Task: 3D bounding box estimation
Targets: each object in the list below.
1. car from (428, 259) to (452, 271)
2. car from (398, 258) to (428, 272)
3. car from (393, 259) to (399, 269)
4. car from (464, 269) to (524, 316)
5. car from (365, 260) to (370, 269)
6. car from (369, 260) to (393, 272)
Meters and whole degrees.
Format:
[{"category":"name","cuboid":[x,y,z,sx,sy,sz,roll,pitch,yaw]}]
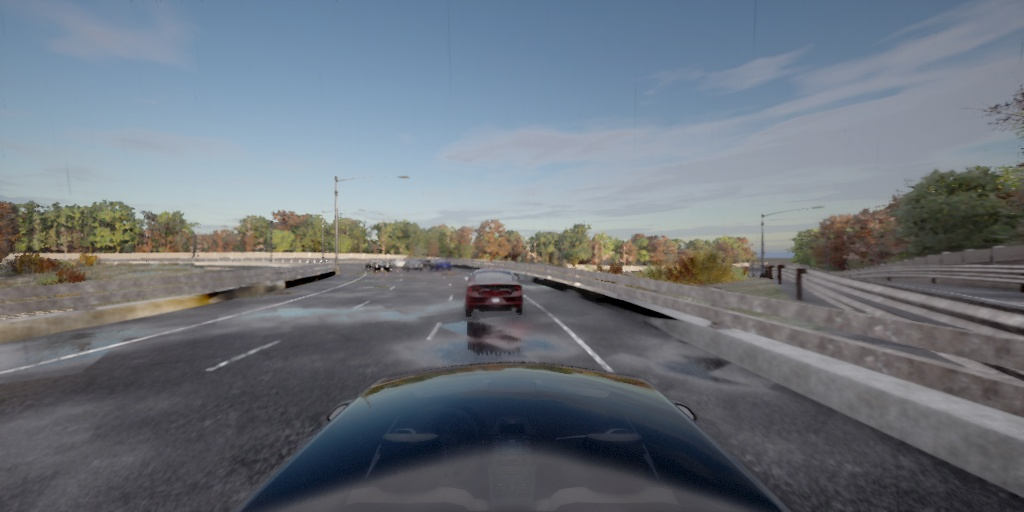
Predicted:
[{"category":"car","cuboid":[-9.102,1.084,45.539,1.882,1.535,5.008,0,0,-25]},{"category":"car","cuboid":[-12.099,1.178,43.689,2.033,1.411,5.357,0,0,-25]},{"category":"car","cuboid":[-16.793,1.137,53.467,1.812,1.442,4.674,0,0,-30]},{"category":"car","cuboid":[-0.747,1.200,13.333,1.882,1.535,5.008,0,0,-6]},{"category":"car","cuboid":[-20.029,1.235,52.074,1.895,1.301,4.718,0,0,-30]},{"category":"car","cuboid":[-16.203,1.249,44.262,1.895,1.301,4.718,0,0,-24]}]
